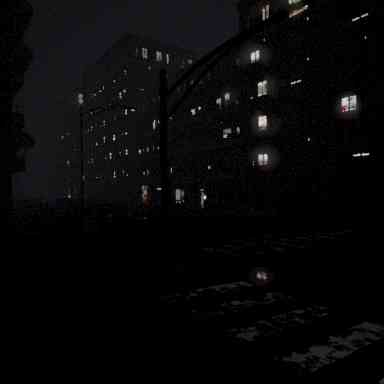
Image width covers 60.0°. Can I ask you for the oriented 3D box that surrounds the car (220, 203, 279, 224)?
[{"bbox_3d":[4.068,1.498,24.431,1.752,1.417,4.829,-1,1,-36],"label":"car"}]

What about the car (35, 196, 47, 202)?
[{"bbox_3d":[-37.680,1.728,82.816,1.887,1.381,4.507,-1,1,-36],"label":"car"}]

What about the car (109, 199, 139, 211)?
[{"bbox_3d":[-8.708,1.581,42.299,2.008,1.369,4.403,-1,1,-36],"label":"car"}]

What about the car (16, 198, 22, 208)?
[{"bbox_3d":[-25.181,1.770,50.931,1.947,1.339,4.313,-1,1,-36],"label":"car"}]

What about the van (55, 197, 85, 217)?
[{"bbox_3d":[-12.309,1.483,32.922,1.690,1.788,3.998,-1,1,-36],"label":"van"}]

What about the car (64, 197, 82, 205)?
[{"bbox_3d":[-21.585,1.645,60.307,2.008,1.369,4.403,-1,1,-36],"label":"car"}]

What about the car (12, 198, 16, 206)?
[{"bbox_3d":[-31.620,1.782,59.935,1.887,1.381,4.507,-1,1,-36],"label":"car"}]

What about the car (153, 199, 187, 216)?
[{"bbox_3d":[-2.272,1.441,33.295,1.967,1.590,4.097,-1,1,-36],"label":"car"}]

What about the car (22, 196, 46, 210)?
[{"bbox_3d":[-21.965,1.628,46.429,1.967,1.590,4.097,-1,1,-36],"label":"car"}]

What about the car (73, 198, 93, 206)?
[{"bbox_3d":[-18.365,1.644,55.805,1.947,1.339,4.313,-1,1,-36],"label":"car"}]

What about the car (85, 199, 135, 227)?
[{"bbox_3d":[-5.869,1.553,23.921,1.967,1.590,4.097,-1,1,-36],"label":"car"}]

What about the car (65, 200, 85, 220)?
[{"bbox_3d":[-8.988,1.652,28.284,1.752,1.417,4.829,-1,1,-36],"label":"car"}]

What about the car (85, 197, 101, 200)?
[{"bbox_3d":[-15.148,1.502,51.302,1.967,1.590,4.097,-1,1,-36],"label":"car"}]
